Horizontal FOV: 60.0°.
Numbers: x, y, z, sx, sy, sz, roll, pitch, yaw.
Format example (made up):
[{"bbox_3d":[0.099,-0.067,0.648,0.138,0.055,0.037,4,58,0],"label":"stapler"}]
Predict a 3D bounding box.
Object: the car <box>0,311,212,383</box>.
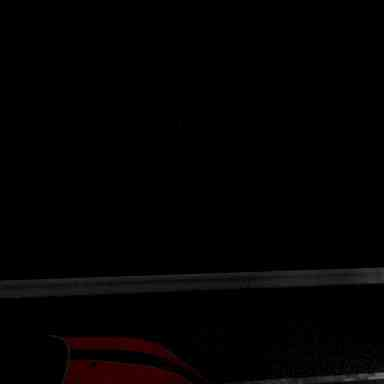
[{"bbox_3d":[-1.869,1.352,1.646,4.553,1.767,2.097,0,0,-6],"label":"car"}]
